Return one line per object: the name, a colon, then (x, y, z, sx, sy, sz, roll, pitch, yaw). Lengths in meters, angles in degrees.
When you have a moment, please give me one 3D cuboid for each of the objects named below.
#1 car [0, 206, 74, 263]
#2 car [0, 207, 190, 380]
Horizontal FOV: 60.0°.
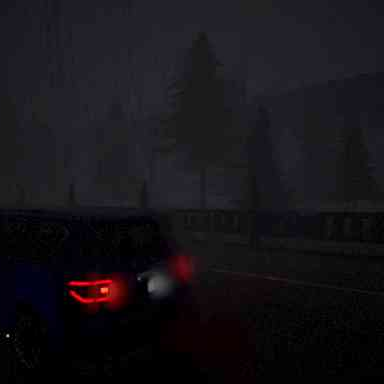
car: (-7.001, 1.496, 13.268, 4.553, 1.767, 2.097, -1, 0, 36)
car: (-2.620, 1.282, 5.805, 5.566, 2.045, 2.150, 0, 0, 36)
